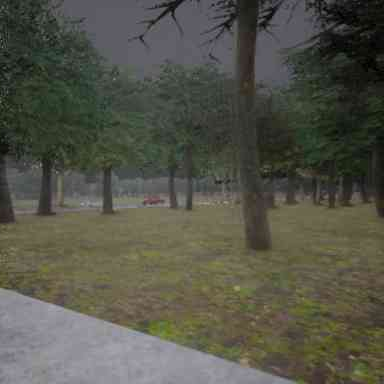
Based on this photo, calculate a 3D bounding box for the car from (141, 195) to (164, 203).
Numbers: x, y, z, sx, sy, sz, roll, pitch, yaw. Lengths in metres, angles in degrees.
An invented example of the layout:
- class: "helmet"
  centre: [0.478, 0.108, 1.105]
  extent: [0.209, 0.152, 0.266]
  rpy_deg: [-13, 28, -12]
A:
- class: "car"
  centre: [-8.013, 1.706, 68.709]
  extent: [2.150, 2.045, 5.566]
  rpy_deg: [-1, -1, 36]

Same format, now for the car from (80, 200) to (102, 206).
- class: "car"
  centre: [-16.773, 2.002, 56.497]
  extent: [1.812, 1.442, 4.674]
  rpy_deg: [-1, -1, 36]
